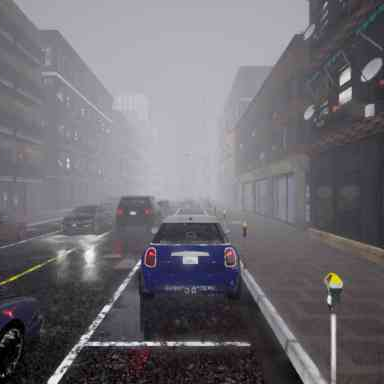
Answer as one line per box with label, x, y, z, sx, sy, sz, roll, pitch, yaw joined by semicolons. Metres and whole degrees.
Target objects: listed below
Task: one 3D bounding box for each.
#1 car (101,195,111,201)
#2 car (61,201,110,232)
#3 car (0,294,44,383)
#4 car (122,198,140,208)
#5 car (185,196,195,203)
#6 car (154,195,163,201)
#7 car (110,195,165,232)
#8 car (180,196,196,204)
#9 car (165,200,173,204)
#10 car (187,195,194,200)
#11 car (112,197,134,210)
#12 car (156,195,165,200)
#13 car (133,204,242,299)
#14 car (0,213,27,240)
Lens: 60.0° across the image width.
car;-8.833;1.314;37.157;2.192;1.841;5.009;0;0;0
car;-6.245;1.505;20.058;1.837;1.490;4.892;0;0;0
car;-3.048;1.548;2.296;2.033;1.411;5.357;0;0;0
car;-8.834;1.543;48.430;1.887;1.381;4.507;0;0;0
car;-0.453;1.545;70.970;2.008;1.369;4.403;0;0;0
car;-8.834;1.541;87.882;2.008;1.369;4.403;0;0;0
car;-3.144;1.224;20.442;2.150;2.045;5.566;0;0;0
car;-0.454;1.525;37.323;1.752;1.417;4.829;0;0;0
car;-3.050;1.525;35.394;1.812;1.442;4.674;0;0;0
car;-0.452;1.513;93.685;1.752;1.417;4.829;0;0;0
car;-8.834;1.439;42.793;1.967;1.590;4.097;0;0;0
car;-8.834;1.539;93.519;2.008;1.369;4.403;0;0;0
car;-0.032;1.353;8.619;2.097;1.767;4.553;0;0;0
car;-8.835;1.583;14.612;1.802;1.307;4.206;0;0;0
